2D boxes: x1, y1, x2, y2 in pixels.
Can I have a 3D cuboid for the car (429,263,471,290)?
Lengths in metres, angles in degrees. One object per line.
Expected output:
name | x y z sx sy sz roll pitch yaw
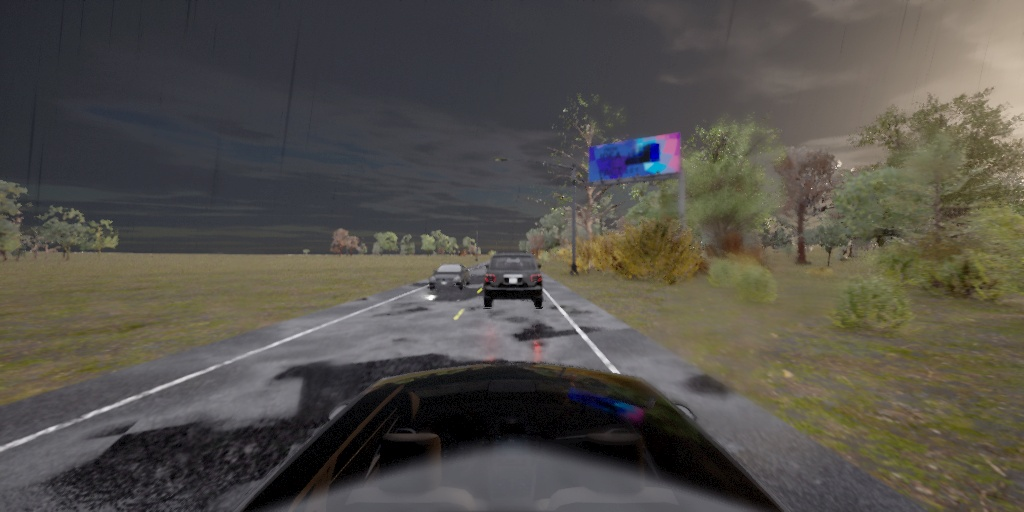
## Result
car | -3.547 1.145 21.136 1.812 1.442 4.674 0 0 1

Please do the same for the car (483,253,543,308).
car | 0.059 0.886 14.756 2.150 2.045 5.566 0 1 0
